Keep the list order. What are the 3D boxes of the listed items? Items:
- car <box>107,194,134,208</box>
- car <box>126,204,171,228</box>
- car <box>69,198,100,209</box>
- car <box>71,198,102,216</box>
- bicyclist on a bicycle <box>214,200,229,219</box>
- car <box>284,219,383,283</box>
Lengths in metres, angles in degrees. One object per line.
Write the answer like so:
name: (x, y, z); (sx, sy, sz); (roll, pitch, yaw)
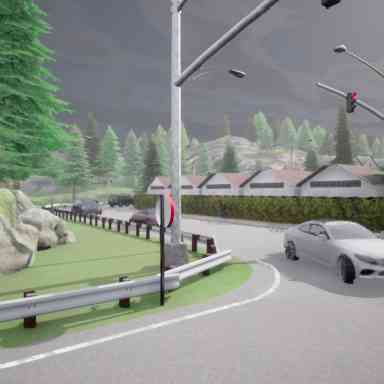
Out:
car: (-10.955, 1.398, 53.198); (2.150, 2.045, 5.566); (0, 0, 33)
car: (-2.524, 1.755, 22.264); (1.994, 1.385, 4.181); (0, 0, -35)
car: (-16.287, 1.681, 50.642); (2.128, 1.511, 4.902); (0, 0, 18)
car: (-10.885, 1.544, 34.359); (2.097, 1.767, 4.553); (0, 0, -34)
bicyclist on a bicycle: (2.525, 1.494, 28.091); (1.656, 1.620, 0.582); (0, 0, -35)
car: (4.441, 1.594, 10.093); (1.812, 1.442, 4.674); (0, -1, -11)
